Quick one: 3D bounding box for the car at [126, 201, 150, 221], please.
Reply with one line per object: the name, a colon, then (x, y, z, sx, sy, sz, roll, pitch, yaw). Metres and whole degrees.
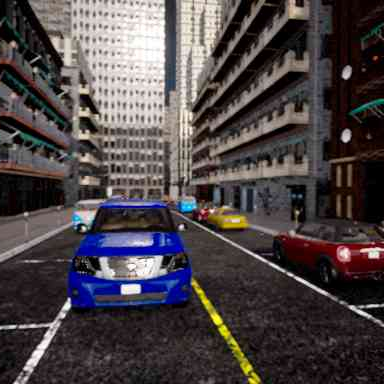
car: (-4.634, 1.549, 28.591, 1.812, 1.442, 4.674, 0, 0, -9)

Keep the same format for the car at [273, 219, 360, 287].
car: (3.837, 1.462, 9.508, 1.967, 1.590, 4.097, -1, 0, -9)

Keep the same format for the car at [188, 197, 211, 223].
car: (1.171, 1.476, 25.940, 1.967, 1.590, 4.097, -1, 0, -9)

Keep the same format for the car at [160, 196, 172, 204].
car: (-5.077, 1.585, 64.450, 1.752, 1.417, 4.829, -1, 0, -9)

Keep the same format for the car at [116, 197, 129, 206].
car: (-11.937, 1.601, 57.524, 1.947, 1.339, 4.313, 0, 0, -9)

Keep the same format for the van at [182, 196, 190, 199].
van: (-0.608, 1.385, 36.895, 1.690, 1.788, 3.998, -1, 0, -9)

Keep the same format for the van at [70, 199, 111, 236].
van: (-5.717, 1.350, 19.181, 1.690, 1.788, 3.998, -1, 0, -9)

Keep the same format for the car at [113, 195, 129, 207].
car: (-11.050, 1.347, 52.046, 2.192, 1.841, 5.009, 0, 0, -9)

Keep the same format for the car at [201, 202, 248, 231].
car: (2.033, 1.557, 20.630, 1.752, 1.417, 4.829, -1, 0, -9)

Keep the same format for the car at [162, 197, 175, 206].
car: (-4.161, 1.602, 58.805, 1.887, 1.381, 4.507, -1, 0, -9)

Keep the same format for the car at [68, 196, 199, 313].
car: (-1.408, 1.228, 8.126, 2.150, 2.045, 5.566, 0, 0, -9)

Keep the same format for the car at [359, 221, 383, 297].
car: (4.725, 1.333, 4.030, 2.192, 1.841, 5.009, -1, 0, -9)
